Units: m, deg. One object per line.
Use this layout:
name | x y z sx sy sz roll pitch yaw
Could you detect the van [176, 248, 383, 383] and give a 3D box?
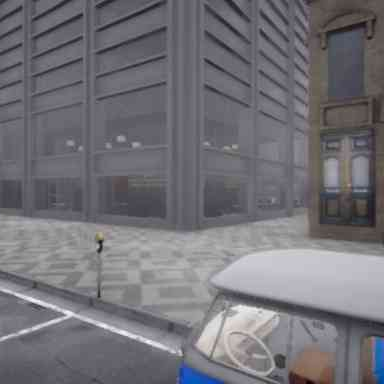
van | 1.711 1.344 1.744 3.998 1.788 1.690 0 0 36
